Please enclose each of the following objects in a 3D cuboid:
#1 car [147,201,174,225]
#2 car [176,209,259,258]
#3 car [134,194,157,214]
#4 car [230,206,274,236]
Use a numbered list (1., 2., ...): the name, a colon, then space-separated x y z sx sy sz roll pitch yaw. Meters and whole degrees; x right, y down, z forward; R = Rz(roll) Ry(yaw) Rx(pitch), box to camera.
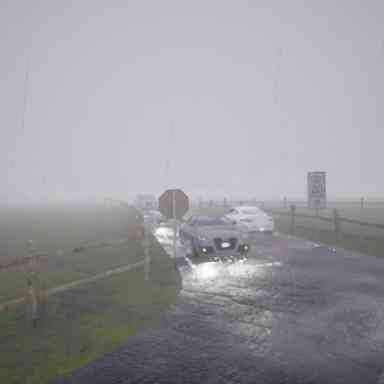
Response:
1. car: -1.870 1.594 24.321 1.895 1.301 4.718 -1 0 -14
2. car: 0.705 1.543 12.797 1.994 1.385 4.181 -1 0 -11
3. car: -5.099 1.235 36.291 2.150 2.045 5.566 -1 1 -16
4. car: 2.668 1.450 17.393 1.812 1.442 4.674 -1 0 -12
